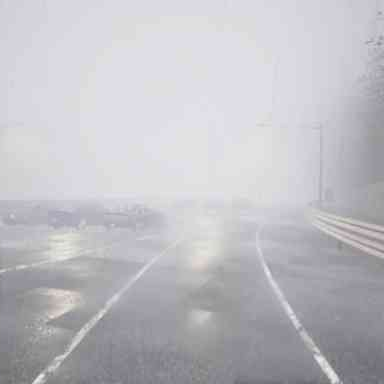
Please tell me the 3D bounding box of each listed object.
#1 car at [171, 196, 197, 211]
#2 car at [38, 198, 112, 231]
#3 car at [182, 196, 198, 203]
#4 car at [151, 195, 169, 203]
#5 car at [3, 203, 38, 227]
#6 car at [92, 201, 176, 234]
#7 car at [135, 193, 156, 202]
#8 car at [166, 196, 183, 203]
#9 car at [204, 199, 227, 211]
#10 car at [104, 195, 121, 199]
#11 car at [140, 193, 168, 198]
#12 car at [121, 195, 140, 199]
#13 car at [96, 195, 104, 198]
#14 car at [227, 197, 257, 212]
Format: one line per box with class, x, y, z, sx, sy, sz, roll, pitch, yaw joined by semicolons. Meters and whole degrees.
car;-0.931;1.554;42.737;1.837;1.490;4.892;1;0;22
car;-6.363;1.363;19.982;1.882;1.535;5.008;1;0;22
car;-0.440;1.685;71.816;1.812;1.442;4.674;1;0;22
car;-7.031;1.546;74.189;1.882;1.535;5.008;1;0;22
car;-9.661;1.399;21.162;1.994;1.385;4.181;1;0;22
car;-3.057;1.435;18.788;2.128;1.511;4.902;1;0;22
car;-10.417;1.245;75.142;2.150;2.045;5.566;1;0;22
car;-3.716;1.615;73.049;1.837;1.490;4.892;1;0;22
car;3.214;1.661;43.644;2.033;1.411;5.357;1;0;22
car;-12.968;1.402;59.621;1.882;1.535;5.008;1;0;22
car;-6.370;1.369;57.292;2.097;1.767;4.553;1;0;23
car;-9.654;1.466;58.504;2.128;1.511;4.902;1;0;23
car;-16.339;1.377;60.613;2.128;1.511;4.902;1;0;22
car;6.477;1.511;42.371;2.097;1.767;4.553;1;0;22
